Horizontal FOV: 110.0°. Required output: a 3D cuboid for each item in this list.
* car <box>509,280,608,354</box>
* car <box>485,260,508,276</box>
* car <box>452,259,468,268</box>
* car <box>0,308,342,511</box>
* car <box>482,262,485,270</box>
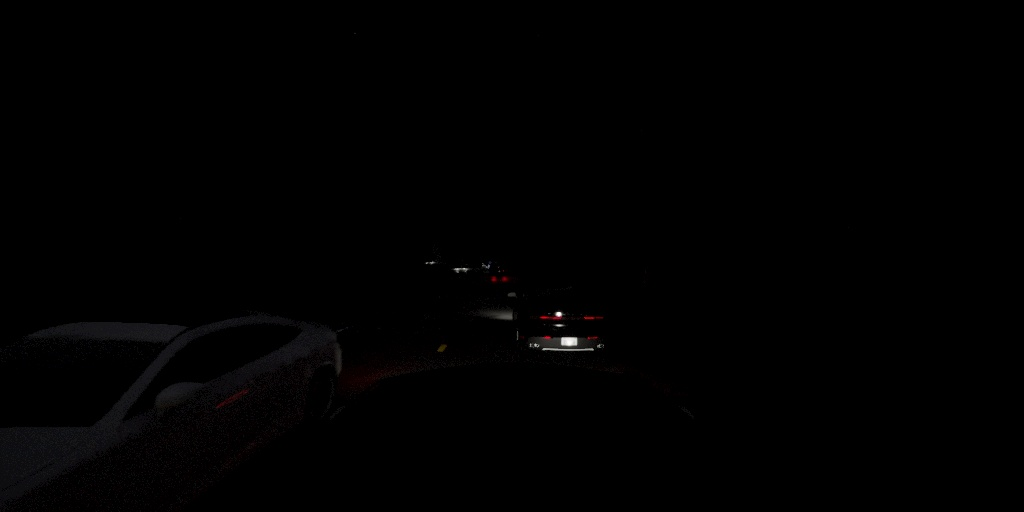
[{"bbox_3d":[0.984,1.356,9.061,1.837,1.490,4.892,1,0,-2],"label":"car"},{"bbox_3d":[-1.536,1.347,38.986,2.128,1.511,4.902,1,0,-6],"label":"car"},{"bbox_3d":[-8.309,1.157,56.834,2.033,1.411,5.357,0,1,-18],"label":"car"},{"bbox_3d":[-3.112,1.234,2.939,1.812,1.442,4.674,1,-1,0],"label":"car"},{"bbox_3d":[-2.916,1.302,49.074,2.033,1.411,5.357,1,1,-13],"label":"car"}]
